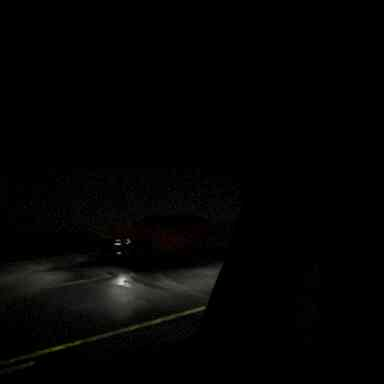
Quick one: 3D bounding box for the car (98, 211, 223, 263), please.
[{"bbox_3d":[-0.996,1.514,12.410,5.008,1.535,1.882,0,0,-42],"label":"car"}]
